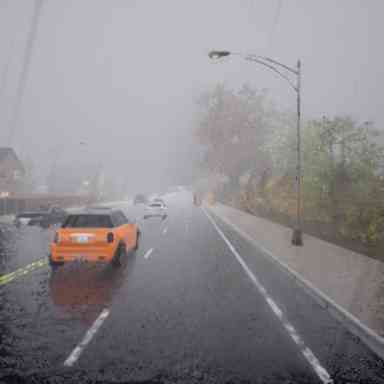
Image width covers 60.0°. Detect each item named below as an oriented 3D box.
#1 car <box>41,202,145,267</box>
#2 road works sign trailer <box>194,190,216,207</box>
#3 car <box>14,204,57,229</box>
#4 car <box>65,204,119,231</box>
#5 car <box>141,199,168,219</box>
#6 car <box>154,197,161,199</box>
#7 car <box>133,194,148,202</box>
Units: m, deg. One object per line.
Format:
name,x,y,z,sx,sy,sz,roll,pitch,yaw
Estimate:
car,-3.147,1.390,11.693,2.097,1.767,4.553,0,0,0
road works sign trailer,1.493,0.963,51.944,2.880,2.380,3.560,5,7,40
car,-9.843,1.561,22.016,2.128,1.511,4.902,0,0,0
car,-6.595,1.619,22.670,2.033,1.411,5.357,0,0,0
car,-3.147,1.616,29.818,1.812,1.442,4.674,0,0,0
car,-6.515,1.726,63.321,1.994,1.385,4.181,0,0,1
car,-9.749,1.387,63.616,2.150,2.045,5.566,0,0,0
